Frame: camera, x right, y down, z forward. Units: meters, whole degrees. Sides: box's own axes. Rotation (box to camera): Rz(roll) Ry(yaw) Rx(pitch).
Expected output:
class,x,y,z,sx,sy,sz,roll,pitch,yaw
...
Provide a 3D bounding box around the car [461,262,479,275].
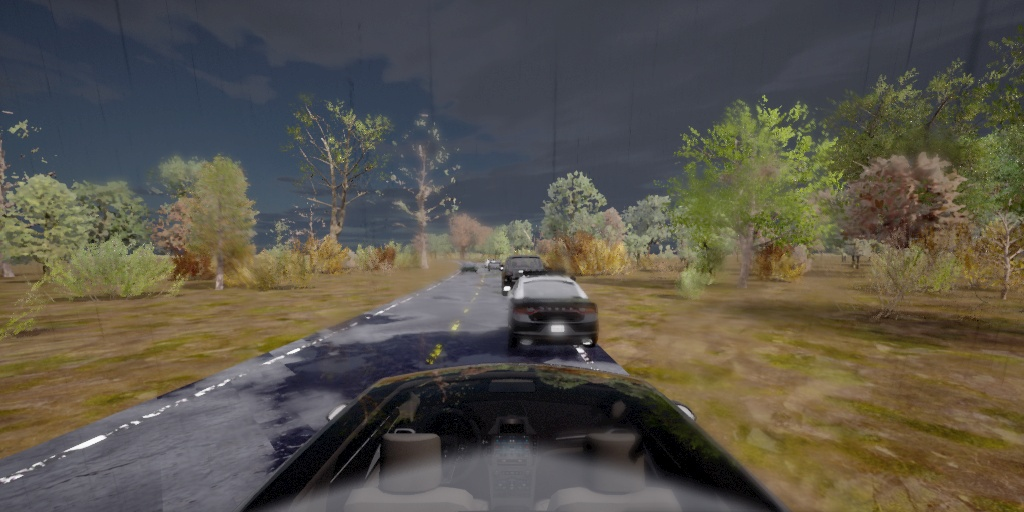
class,x,y,z,sx,sy,sz,roll,pitch,yaw
car,-4.627,1.350,39.496,1.895,1.301,4.718,0,0,-5

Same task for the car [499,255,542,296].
class,x,y,z,sx,sy,sz,roll,pitch,yaw
car,0.531,0.972,19.343,2.150,2.045,5.566,0,0,-2

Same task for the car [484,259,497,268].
class,x,y,z,sx,sy,sz,roll,pitch,yaw
car,-3.593,1.278,59.828,1.812,1.442,4.674,0,0,-8

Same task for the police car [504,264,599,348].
class,x,y,z,sx,sy,sz,roll,pitch,yaw
police car,0.820,1.174,9.378,1.930,1.638,5.238,0,0,-1

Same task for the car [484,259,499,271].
class,x,y,z,sx,sy,sz,roll,pitch,yaw
car,-2.312,1.240,48.030,2.128,1.511,4.902,0,0,-5
